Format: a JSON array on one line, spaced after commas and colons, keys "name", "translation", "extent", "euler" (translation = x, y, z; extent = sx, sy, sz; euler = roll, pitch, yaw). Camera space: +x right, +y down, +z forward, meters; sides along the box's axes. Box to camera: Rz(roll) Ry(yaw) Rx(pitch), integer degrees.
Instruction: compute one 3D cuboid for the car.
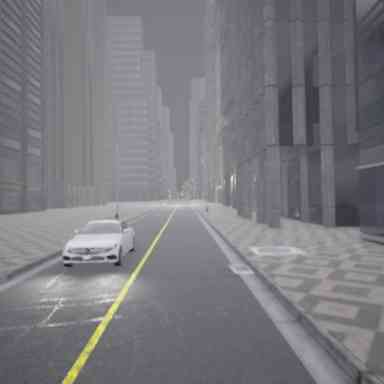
[{"name": "car", "translation": [-3.243, 1.742, 12.427], "extent": [1.812, 1.442, 4.674], "euler": [-1, -1, -1]}]
